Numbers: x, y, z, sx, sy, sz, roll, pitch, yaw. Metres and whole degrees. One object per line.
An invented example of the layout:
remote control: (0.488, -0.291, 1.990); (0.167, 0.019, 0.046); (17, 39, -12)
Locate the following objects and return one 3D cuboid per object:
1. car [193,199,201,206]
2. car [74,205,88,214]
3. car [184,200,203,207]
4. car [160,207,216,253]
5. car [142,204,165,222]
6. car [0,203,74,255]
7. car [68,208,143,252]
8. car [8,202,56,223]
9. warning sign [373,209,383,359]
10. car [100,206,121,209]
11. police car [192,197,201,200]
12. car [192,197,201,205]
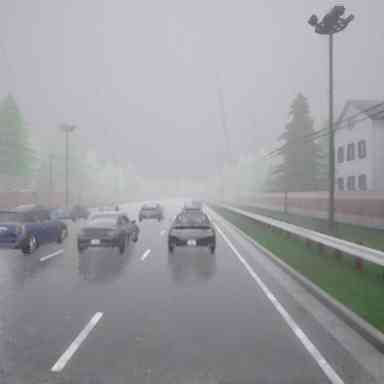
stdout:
car: (1.043, 2.215, 73.871); (1.812, 1.442, 4.674); (0, -1, 0)
car: (-10.502, 1.818, 28.989); (2.033, 1.411, 5.357); (0, -1, 0)
car: (0.001, 1.766, 29.292); (2.128, 1.511, 4.902); (0, 0, 0)
car: (0.002, 1.627, 14.293); (2.128, 1.511, 4.902); (0, 0, 0)
car: (-3.499, 1.766, 29.292); (2.128, 1.511, 4.902); (0, 0, 0)
car: (-6.999, 1.482, 14.086); (2.097, 1.767, 4.553); (0, -1, 0)
car: (-3.497, 1.661, 14.378); (1.812, 1.442, 4.674); (0, 0, 0)
car: (-13.998, 1.753, 29.488); (1.882, 1.535, 5.008); (0, 0, 0)
warning sign: (3.050, 1.153, 3.878); (1.300, 1.860, 1.060); (0, -1, 0)
car: (-7.001, 1.873, 29.105); (1.895, 1.301, 4.718); (0, 0, 0)
police car: (1.044, 2.022, 63.982); (1.930, 1.638, 5.238); (0, -1, 0)
car: (1.042, 2.095, 79.843); (2.097, 1.767, 4.553); (0, -1, 0)
